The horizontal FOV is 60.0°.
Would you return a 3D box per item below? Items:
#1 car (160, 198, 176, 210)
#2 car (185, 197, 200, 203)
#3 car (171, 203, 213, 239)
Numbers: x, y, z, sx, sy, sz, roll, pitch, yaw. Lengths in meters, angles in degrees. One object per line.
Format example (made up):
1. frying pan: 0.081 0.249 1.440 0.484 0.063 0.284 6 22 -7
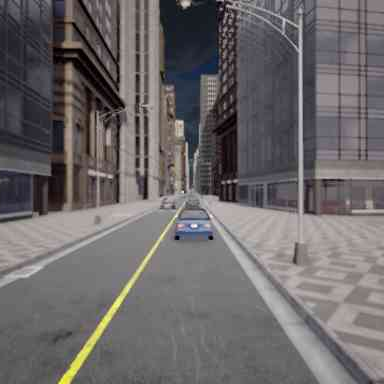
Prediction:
1. car: -3.018 1.490 42.667 1.812 1.442 4.674 0 0 0
2. car: 0.086 1.452 45.728 2.128 1.511 4.902 0 0 0
3. car: 0.094 1.536 17.187 2.033 1.411 5.357 0 0 0
